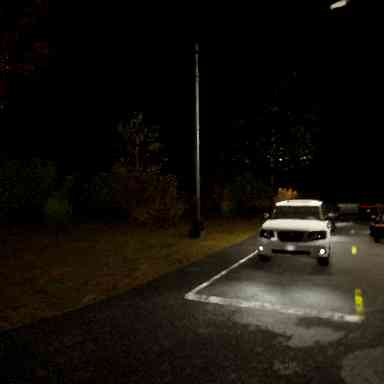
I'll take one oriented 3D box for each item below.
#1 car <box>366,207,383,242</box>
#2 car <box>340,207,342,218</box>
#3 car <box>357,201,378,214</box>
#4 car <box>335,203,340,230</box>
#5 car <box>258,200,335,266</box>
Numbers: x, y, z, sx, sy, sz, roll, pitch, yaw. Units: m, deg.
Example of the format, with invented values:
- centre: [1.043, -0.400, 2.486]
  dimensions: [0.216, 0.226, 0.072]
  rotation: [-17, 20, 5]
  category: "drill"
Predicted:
- centre: [10.074, 1.675, 16.629]
  dimensions: [1.994, 1.385, 4.181]
  rotation: [-1, -1, 26]
  category: "car"
- centre: [12.768, 1.742, 30.869]
  dimensions: [1.882, 1.535, 5.008]
  rotation: [-1, -1, 25]
  category: "car"
- centre: [20.852, 1.802, 39.539]
  dimensions: [1.837, 1.490, 4.892]
  rotation: [-1, 0, 26]
  category: "car"
- centre: [8.315, 1.695, 21.482]
  dimensions: [1.837, 1.490, 4.892]
  rotation: [-1, -1, 25]
  category: "car"
- centre: [4.046, 1.341, 12.516]
  dimensions: [2.150, 2.045, 5.566]
  rotation: [-1, -1, 24]
  category: "car"
